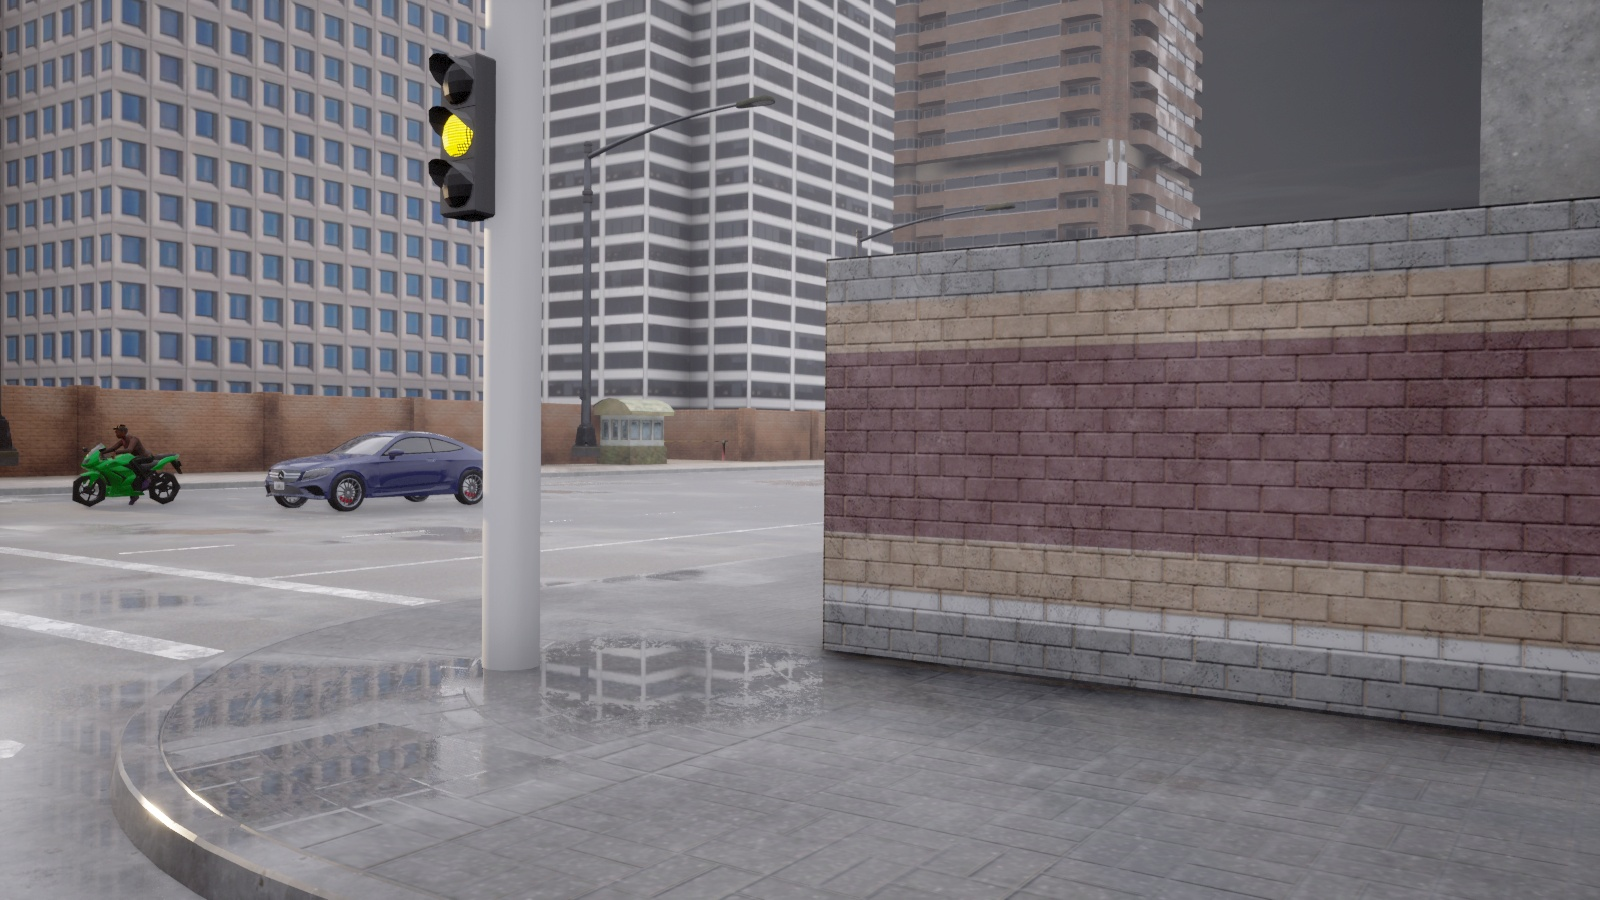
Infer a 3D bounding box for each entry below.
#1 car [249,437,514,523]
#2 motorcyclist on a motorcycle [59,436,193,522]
[{"bbox_3d":[-7.867,0.500,24.070,1.812,1.442,4.674,0,1,34],"label":"car"},{"bbox_3d":[-12.533,0.507,23.413,0.797,1.523,2.044,0,1,34],"label":"motorcyclist on a motorcycle"}]
